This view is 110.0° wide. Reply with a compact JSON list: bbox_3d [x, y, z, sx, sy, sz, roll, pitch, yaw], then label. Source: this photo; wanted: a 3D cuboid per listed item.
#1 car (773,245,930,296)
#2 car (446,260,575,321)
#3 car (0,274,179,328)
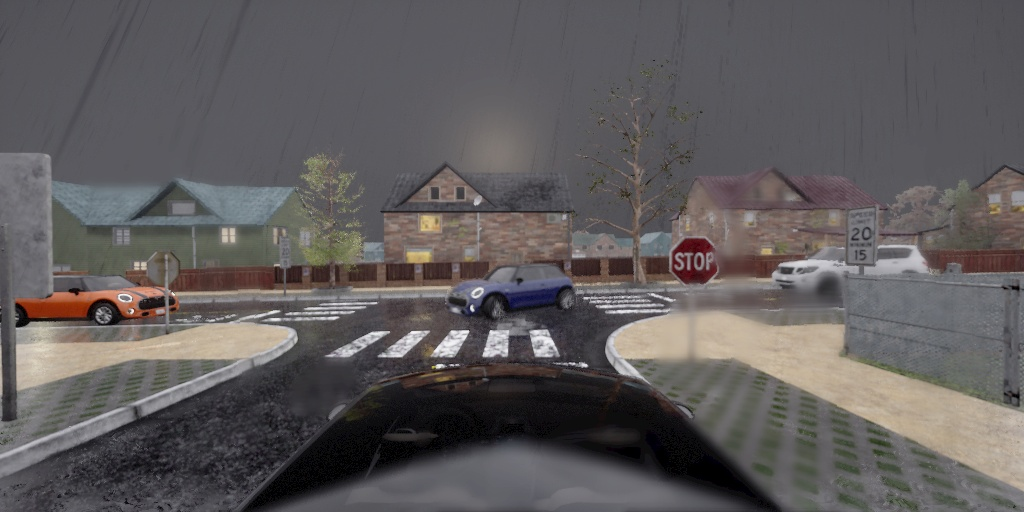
[{"bbox_3d":[14.649,0.565,15.659,5.566,2.045,2.150,-1,1,0],"label":"car"},{"bbox_3d":[0.021,1.065,12.523,4.553,1.767,2.097,-1,1,-36],"label":"car"},{"bbox_3d":[-14.688,1.429,12.666,4.553,1.767,2.097,-1,1,0],"label":"car"}]
